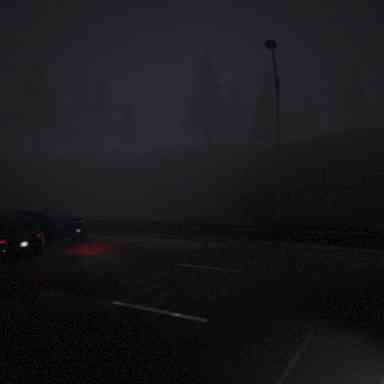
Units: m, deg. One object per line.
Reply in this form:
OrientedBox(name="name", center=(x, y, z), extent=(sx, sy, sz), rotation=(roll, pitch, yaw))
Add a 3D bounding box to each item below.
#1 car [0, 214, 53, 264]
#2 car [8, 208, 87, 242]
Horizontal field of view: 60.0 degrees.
OrientedBox(name="car", center=(-6.888, 1.530, 10.536), extent=(4.181, 1.385, 1.994), rotation=(0, 0, 19))
OrientedBox(name="car", center=(-6.955, 1.420, 14.266), extent=(5.008, 1.535, 1.882), rotation=(0, 0, 18))
